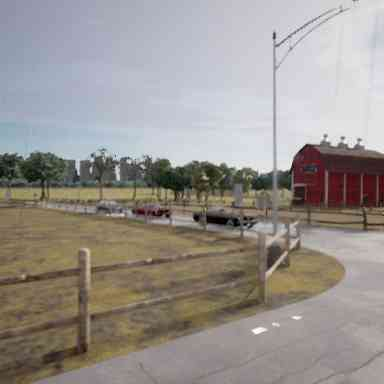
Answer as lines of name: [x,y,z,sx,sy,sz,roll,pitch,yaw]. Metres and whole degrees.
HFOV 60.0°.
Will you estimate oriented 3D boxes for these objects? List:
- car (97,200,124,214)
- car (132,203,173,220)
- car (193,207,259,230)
car: [-9.555,1.682,38.420,1.812,1.442,4.674,-1,0,-35]
car: [-3.627,1.694,30.021,1.895,1.301,4.718,-1,0,-35]
car: [2.146,1.666,21.889,1.895,1.301,4.718,-1,0,-36]
